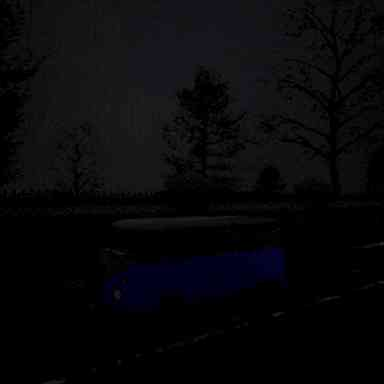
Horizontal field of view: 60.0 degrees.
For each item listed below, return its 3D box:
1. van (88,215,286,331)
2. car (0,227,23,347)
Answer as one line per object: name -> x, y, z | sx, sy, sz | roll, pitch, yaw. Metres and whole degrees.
van -> 0.105, 1.379, 6.634 | 3.998, 1.788, 1.690 | 1, 0, -36
car -> -4.479, 1.297, 3.365 | 5.009, 1.841, 2.192 | 1, 0, -36
